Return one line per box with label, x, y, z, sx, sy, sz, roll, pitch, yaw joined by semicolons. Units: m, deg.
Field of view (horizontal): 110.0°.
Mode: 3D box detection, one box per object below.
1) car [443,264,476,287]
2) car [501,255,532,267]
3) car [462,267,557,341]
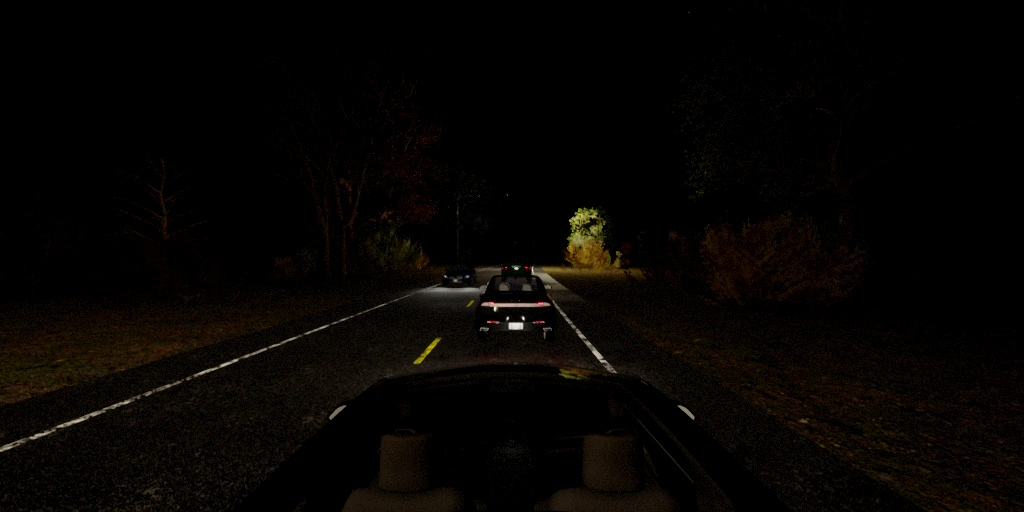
car;-3.419;1.254;24.343;1.812;1.442;4.674;0;0;1
car;0.347;0.950;27.180;2.150;2.045;5.566;0;0;1
car;0.100;1.236;9.863;2.128;1.511;4.902;0;0;0
